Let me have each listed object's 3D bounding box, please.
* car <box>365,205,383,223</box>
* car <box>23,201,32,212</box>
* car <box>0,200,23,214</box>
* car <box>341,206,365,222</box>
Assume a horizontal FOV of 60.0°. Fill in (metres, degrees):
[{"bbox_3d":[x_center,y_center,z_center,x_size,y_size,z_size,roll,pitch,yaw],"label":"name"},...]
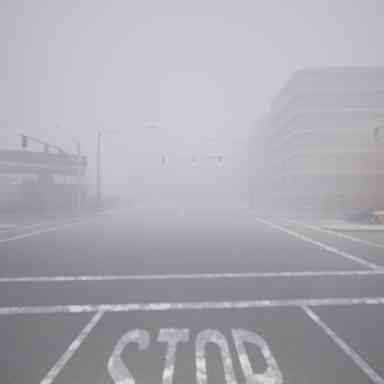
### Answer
[{"bbox_3d":[16.868,1.781,26.303,5.008,1.535,1.882,0,-1,0],"label":"car"},{"bbox_3d":[-24.044,1.980,45.466,3.806,1.475,1.970,0,-1,1],"label":"car"},{"bbox_3d":[-23.326,1.753,39.718,4.611,1.667,2.242,0,-1,1],"label":"car"},{"bbox_3d":[16.355,1.891,29.805,5.357,1.411,2.033,0,-1,0],"label":"car"}]
